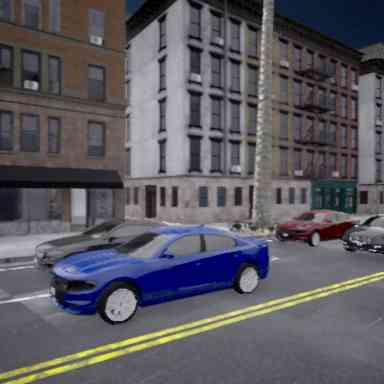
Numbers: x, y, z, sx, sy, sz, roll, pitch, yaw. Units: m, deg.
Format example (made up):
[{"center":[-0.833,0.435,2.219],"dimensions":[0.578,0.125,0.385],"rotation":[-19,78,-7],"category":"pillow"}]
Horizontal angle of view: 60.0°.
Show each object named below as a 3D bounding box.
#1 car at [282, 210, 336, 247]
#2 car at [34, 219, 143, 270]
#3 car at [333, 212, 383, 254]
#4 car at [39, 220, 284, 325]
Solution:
[{"center":[6.158,1.634,16.055],"dimensions":[5.008,1.535,1.882],"rotation":[1,0,-35],"category":"car"},{"center":[-2.207,1.569,10.090],"dimensions":[4.674,1.442,1.812],"rotation":[1,0,-35],"category":"car"},{"center":[8.009,1.662,13.385],"dimensions":[4.892,1.490,1.837],"rotation":[1,-1,-35],"category":"car"},{"center":[-0.429,1.519,7.368],"dimensions":[5.008,1.535,1.882],"rotation":[1,-1,-35],"category":"car"}]
